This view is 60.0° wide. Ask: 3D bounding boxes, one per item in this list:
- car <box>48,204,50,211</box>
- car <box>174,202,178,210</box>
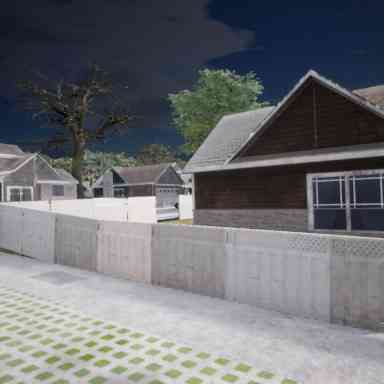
[{"bbox_3d":[-11.188,1.402,22.315,1.882,1.535,5.008,-3,-1,36],"label":"car"},{"bbox_3d":[0.011,1.292,37.634,1.895,1.301,4.718,-3,-1,36],"label":"car"}]
